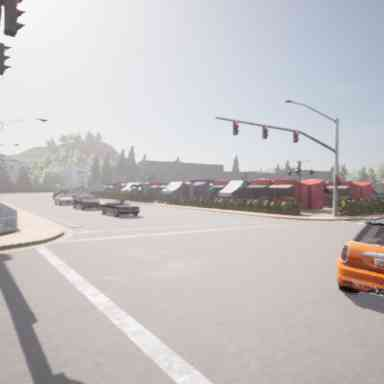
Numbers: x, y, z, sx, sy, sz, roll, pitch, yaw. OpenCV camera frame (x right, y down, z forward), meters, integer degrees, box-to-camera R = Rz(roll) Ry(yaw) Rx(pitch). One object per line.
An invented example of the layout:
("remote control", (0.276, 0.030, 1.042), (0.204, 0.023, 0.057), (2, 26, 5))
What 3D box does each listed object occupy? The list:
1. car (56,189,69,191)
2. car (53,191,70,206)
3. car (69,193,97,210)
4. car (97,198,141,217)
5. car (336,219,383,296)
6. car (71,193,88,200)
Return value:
("car", (-23.861, 0.432, 60.884), (2.150, 2.045, 5.566), (0, 1, -34))
("car", (-16.743, 0.977, 43.749), (1.812, 1.442, 4.674), (0, 1, -34))
("car", (-11.231, 1.065, 35.464), (1.882, 1.535, 5.008), (0, 1, -34))
("car", (-6.033, 1.317, 27.668), (1.895, 1.301, 4.718), (0, 1, -34))
("car", (5.332, 1.358, 7.509), (4.553, 1.767, 2.097), (0, 0, -35))
("car", (-21.474, 0.808, 63.602), (1.895, 1.301, 4.718), (0, 1, -34))
